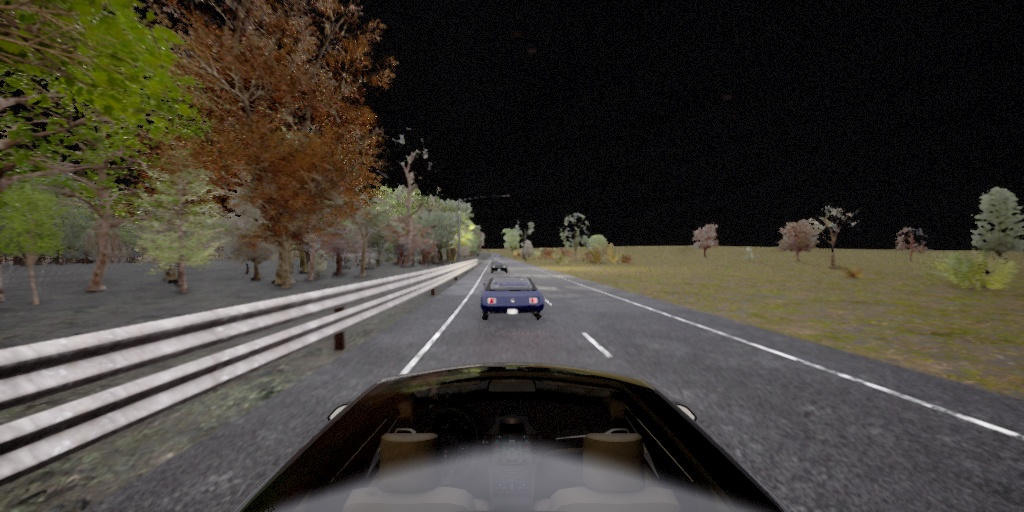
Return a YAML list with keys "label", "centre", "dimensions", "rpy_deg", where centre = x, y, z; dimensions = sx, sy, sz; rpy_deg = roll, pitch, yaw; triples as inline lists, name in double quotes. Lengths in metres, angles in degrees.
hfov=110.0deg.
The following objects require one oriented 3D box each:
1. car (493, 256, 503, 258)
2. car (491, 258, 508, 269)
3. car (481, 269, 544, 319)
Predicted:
- label: "car"
  centre: [-2.625, 1.138, 64.802]
  dimensions: [1.895, 1.301, 4.718]
  rpy_deg: [0, 0, -3]
- label: "car"
  centre: [-1.510, 1.222, 41.847]
  dimensions: [1.895, 1.301, 4.718]
  rpy_deg: [0, 0, -3]
- label: "car"
  centre: [-0.091, 1.320, 12.618]
  dimensions: [1.895, 1.301, 4.718]
  rpy_deg: [0, 0, -3]
